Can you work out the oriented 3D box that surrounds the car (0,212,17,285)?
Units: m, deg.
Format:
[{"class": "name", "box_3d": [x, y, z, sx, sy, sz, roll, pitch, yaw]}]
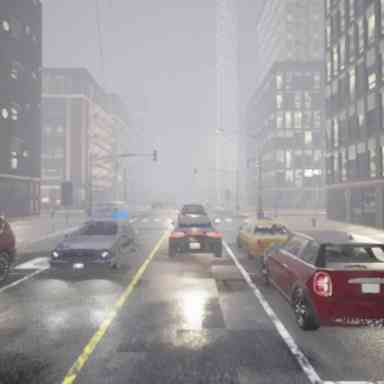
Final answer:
[{"class": "car", "box_3d": [-5.686, 1.374, 6.976, 2.192, 1.841, 5.009, 1, 0, 0]}]

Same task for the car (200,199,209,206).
[{"class": "car", "box_3d": [2.690, 2.276, 73.105, 1.752, 1.417, 4.829, 0, -1, 0]}]

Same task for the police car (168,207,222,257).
[{"class": "police car", "box_3d": [0.102, 1.627, 13.595, 2.038, 1.542, 4.974, 0, 0, 0]}]

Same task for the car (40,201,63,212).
[{"class": "car", "box_3d": [-19.057, 1.890, 42.950, 4.507, 1.381, 1.887, 0, -1, 0]}]

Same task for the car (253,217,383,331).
[{"class": "car", "box_3d": [2.707, 1.499, 6.976, 1.967, 1.590, 4.097, 1, 0, 0]}]

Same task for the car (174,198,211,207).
[{"class": "car", "box_3d": [0.084, 1.563, 23.708, 2.097, 1.767, 4.553, 0, -1, 0]}]

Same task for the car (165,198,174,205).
[{"class": "car", "box_3d": [-5.691, 2.334, 84.260, 1.967, 1.590, 4.097, 0, -1, 0]}]

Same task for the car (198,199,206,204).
[{"class": "car", "box_3d": [2.688, 2.534, 89.922, 1.947, 1.339, 4.313, 0, -1, 0]}]

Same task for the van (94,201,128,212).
[{"class": "van", "box_3d": [-5.660, 1.551, 23.546, 1.690, 1.788, 3.998, 1, -1, 0]}]

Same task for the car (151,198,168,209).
[{"class": "car", "box_3d": [-5.686, 1.865, 55.950, 2.192, 1.841, 5.009, 0, -1, 0]}]

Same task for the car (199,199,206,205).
[{"class": "car", "box_3d": [2.689, 2.421, 84.429, 1.752, 1.417, 4.829, 0, -1, 0]}]

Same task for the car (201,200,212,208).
[{"class": "car", "box_3d": [2.692, 2.140, 61.780, 1.752, 1.417, 4.829, 0, -1, 0]}]

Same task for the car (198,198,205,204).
[{"class": "car", "box_3d": [2.688, 2.484, 95.586, 1.967, 1.590, 4.097, 0, -1, 0]}]

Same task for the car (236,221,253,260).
[{"class": "car", "box_3d": [2.707, 1.634, 12.669, 1.752, 1.417, 4.829, 1, -1, 0]}]

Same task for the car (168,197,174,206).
[{"class": "car", "box_3d": [-5.690, 2.315, 72.933, 1.947, 1.339, 4.313, 0, -1, 0]}]

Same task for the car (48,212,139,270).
[{"class": "car", "box_3d": [-3.078, 1.648, 11.711, 2.033, 1.411, 5.357, 0, -1, 0]}]

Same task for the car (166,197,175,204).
[{"class": "car", "box_3d": [-5.690, 2.284, 89.925, 2.192, 1.841, 5.009, 0, -1, 0]}]
